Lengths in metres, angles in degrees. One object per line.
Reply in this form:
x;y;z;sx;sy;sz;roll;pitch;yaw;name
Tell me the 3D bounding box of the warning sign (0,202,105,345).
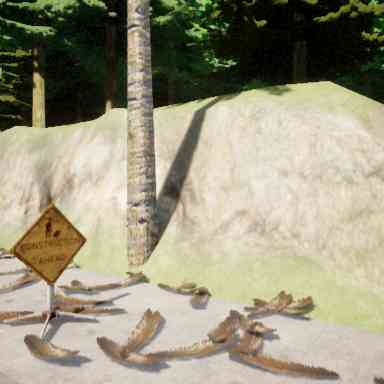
-2.249;1.114;5.290;1.060;1.860;1.300;0;0;36;warning sign
